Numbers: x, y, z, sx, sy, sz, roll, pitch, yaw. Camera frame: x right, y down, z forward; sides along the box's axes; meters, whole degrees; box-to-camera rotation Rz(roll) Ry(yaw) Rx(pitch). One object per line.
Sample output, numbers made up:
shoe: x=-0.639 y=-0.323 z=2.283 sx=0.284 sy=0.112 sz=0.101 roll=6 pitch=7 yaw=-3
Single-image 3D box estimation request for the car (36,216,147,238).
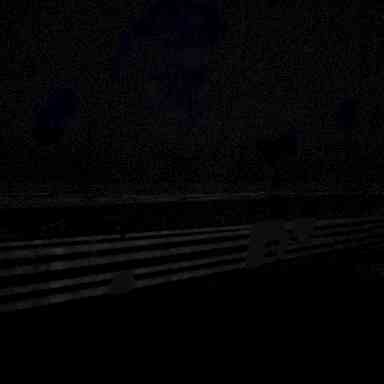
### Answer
car: x=-4.425 y=1.861 z=15.163 sx=4.892 sy=1.490 sz=1.837 roll=-2 pitch=1 yaw=-21
